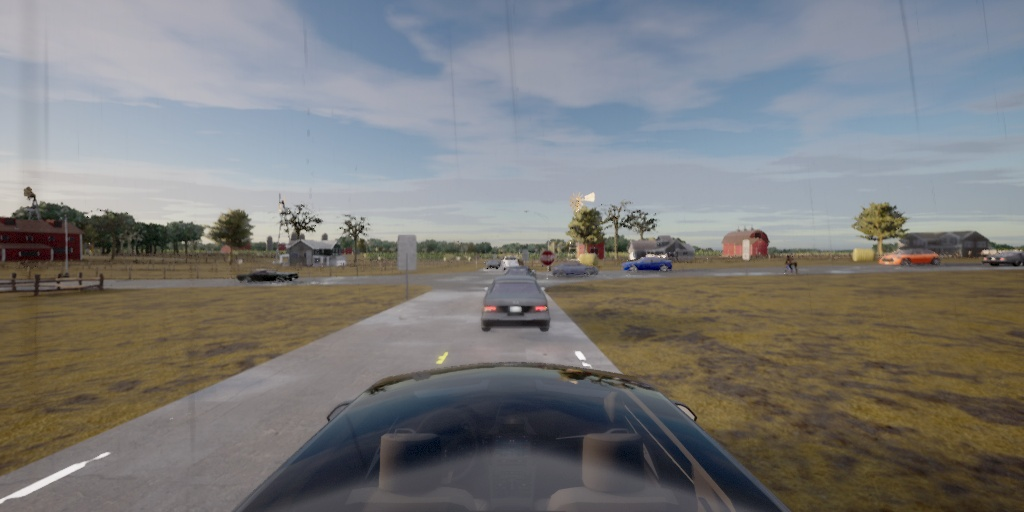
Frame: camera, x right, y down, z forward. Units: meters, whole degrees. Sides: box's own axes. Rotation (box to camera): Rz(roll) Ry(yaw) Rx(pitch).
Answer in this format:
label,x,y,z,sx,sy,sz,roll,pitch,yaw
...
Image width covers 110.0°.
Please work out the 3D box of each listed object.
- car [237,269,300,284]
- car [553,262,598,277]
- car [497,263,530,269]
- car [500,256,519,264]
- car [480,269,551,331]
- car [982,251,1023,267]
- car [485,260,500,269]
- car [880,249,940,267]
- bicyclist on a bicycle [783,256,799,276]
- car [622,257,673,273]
label,x,y,z,sx,sy,sz,roll,pitch,yaw
car,-22.454,1.852,33.169,4.718,1.301,1.895,-1,1,0
car,5.861,1.219,33.242,4.181,1.385,1.994,-1,1,0
car,0.501,1.342,22.409,1.994,1.385,4.181,0,0,7
car,-0.218,1.065,53.194,2.150,2.045,5.566,0,0,1
car,0.089,1.308,10.959,2.033,1.411,5.357,0,0,0
car,47.341,0.274,33.378,5.357,1.411,2.033,-1,1,0
car,-3.044,1.355,55.577,1.837,1.490,4.892,0,0,-1
car,40.955,0.146,36.992,4.553,1.767,2.097,-1,1,0
bicyclist on a bicycle,22.823,0.788,29.377,0.582,1.620,1.656,-1,0,0
car,13.874,0.891,36.979,5.008,1.535,1.882,-1,1,1
